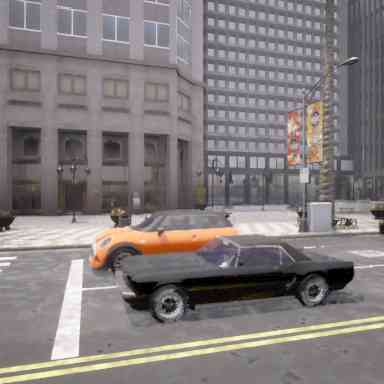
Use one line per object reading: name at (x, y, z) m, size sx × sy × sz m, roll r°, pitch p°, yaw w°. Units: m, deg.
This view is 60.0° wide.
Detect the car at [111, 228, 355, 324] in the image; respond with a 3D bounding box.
car at (0.829, 1.601, 6.947) m, size 4.718 × 1.301 × 1.895 m, roll 0°, pitch 0°, yaw -17°

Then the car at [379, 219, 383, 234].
car at (12.043, 1.513, 17.217) m, size 4.786 × 1.482 × 2.161 m, roll 0°, pitch 0°, yaw -17°

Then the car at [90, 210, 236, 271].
car at (-0.722, 1.352, 10.134) m, size 4.553 × 1.767 × 2.097 m, roll 0°, pitch 0°, yaw -17°
